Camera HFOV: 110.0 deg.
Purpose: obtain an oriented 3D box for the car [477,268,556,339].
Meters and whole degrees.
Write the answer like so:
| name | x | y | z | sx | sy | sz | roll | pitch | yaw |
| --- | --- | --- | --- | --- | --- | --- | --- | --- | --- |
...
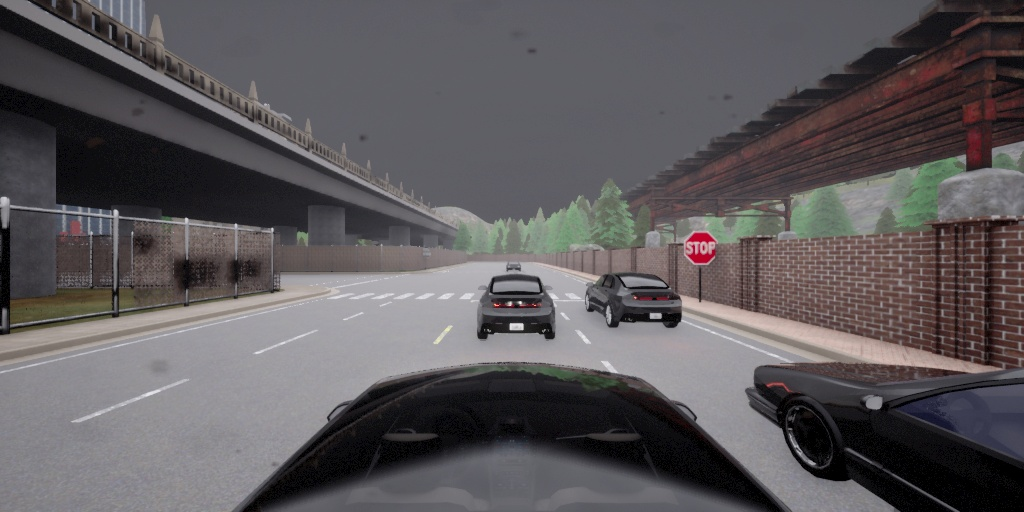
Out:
| name | x | y | z | sx | sy | sz | roll | pitch | yaw |
| --- | --- | --- | --- | --- | --- | --- | --- | --- | --- |
| car | 0.101 | 1.255 | 10.028 | 1.837 | 1.490 | 4.892 | 0 | 0 | 0 |

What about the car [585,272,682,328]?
| name | x | y | z | sx | sy | sz | roll | pitch | yaw |
| --- | --- | --- | --- | --- | --- | --- | --- | --- | --- |
| car | 3.603 | 1.255 | 11.386 | 1.837 | 1.490 | 4.892 | 0 | 0 | 0 |

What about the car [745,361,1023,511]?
| name | x | y | z | sx | sy | sz | roll | pitch | yaw |
| --- | --- | --- | --- | --- | --- | --- | --- | --- | --- |
| car | 3.600 | 1.297 | 1.640 | 2.033 | 1.411 | 5.357 | 0 | 0 | 0 |

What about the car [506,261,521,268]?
| name | x | y | z | sx | sy | sz | roll | pitch | yaw |
| --- | --- | --- | --- | --- | --- | --- | --- | --- | --- |
| car | 0.196 | 1.351 | 46.310 | 1.895 | 1.301 | 4.718 | 0 | 0 | -1 |
